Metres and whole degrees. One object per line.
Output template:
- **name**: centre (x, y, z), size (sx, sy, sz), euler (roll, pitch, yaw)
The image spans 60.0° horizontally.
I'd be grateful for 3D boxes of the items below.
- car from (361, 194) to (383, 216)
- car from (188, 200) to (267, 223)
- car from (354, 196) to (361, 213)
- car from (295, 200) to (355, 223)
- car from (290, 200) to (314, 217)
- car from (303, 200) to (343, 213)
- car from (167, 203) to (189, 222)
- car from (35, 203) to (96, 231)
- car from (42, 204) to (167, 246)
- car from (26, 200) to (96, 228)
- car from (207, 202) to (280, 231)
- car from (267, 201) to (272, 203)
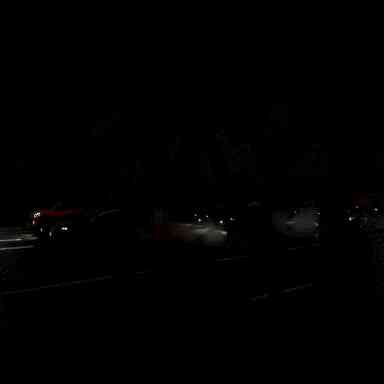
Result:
- **car**: centre (18.745, 1.221, 31.418), size (5.566, 2.045, 2.150), euler (0, 0, -36)
- **car**: centre (2.693, 1.547, 24.358), size (5.357, 1.411, 2.033), euler (0, 0, -36)
- **car**: centre (19.435, 1.221, 36.197), size (5.566, 2.045, 2.150), euler (0, 0, -35)
- **car**: centre (10.175, 1.564, 25.383), size (4.181, 1.385, 1.994), euler (0, 0, -35)
- **car**: centre (10.944, 1.505, 30.208), size (4.892, 1.490, 1.837), euler (0, 0, -35)
- **car**: centre (14.623, 1.601, 37.074), size (4.718, 1.301, 1.895), euler (0, 0, -36)
- **car**: centre (-0.909, 1.564, 26.086), size (4.181, 1.385, 1.994), euler (0, 0, -36)
- **car**: centre (-5.522, 1.547, 18.532), size (5.357, 1.411, 2.033), euler (0, 0, -35)
- **car**: centre (-3.921, 1.492, 15.330), size (4.902, 1.511, 2.128), euler (0, 0, -36)
- **car**: centre (-7.931, 1.352, 21.068), size (4.553, 1.767, 2.097), euler (0, 0, -35)
- **car**: centre (3.324, 1.564, 20.506), size (4.181, 1.385, 1.994), euler (0, 0, -35)
- **car**: centre (6.219, 1.526, 31.146), size (4.674, 1.442, 1.812), euler (0, 0, -35)
